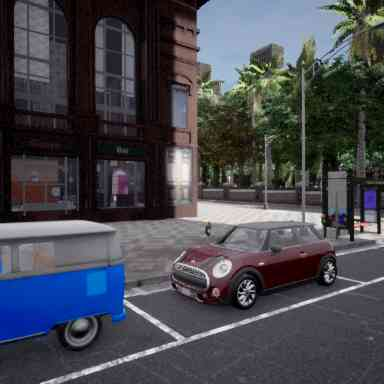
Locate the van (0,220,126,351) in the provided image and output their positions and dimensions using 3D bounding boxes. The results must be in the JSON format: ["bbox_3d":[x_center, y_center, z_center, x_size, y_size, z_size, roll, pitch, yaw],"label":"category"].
[{"bbox_3d":[-2.918,1.341,4.573,3.998,1.788,1.690,0,0,-35],"label":"van"}]

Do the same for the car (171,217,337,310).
[{"bbox_3d":[1.500,1.439,7.723,4.097,1.590,1.967,0,0,-35],"label":"car"}]
